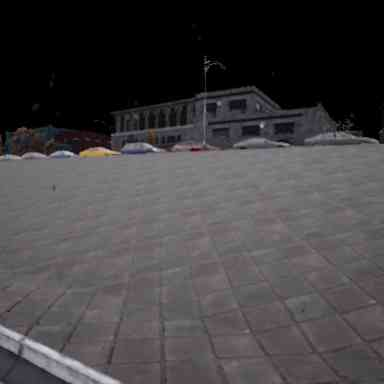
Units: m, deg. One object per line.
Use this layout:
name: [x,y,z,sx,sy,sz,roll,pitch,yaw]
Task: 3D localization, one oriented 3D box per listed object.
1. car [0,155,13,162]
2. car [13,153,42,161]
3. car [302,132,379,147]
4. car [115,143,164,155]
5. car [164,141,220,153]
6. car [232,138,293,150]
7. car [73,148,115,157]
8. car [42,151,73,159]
car: [-23.177,-4.032,42.799,4.892,1.521,2.231,1,0,34]
car: [-18.610,-3.954,39.699,4.892,1.521,2.231,1,1,34]
car: [10.192,-3.353,23.060,4.892,1.521,2.231,1,1,27]
car: [-4.497,-3.783,30.926,4.553,1.767,2.185,1,1,31]
car: [0.496,-3.524,28.125,4.792,1.488,2.163,1,1,29]
car: [5.360,-3.413,25.518,4.674,1.452,2.002,1,1,28]
car: [-9.251,-3.758,33.742,5.008,1.535,2.097,1,1,32]
car: [-13.963,-3.818,36.671,4.674,1.452,2.002,1,1,33]
